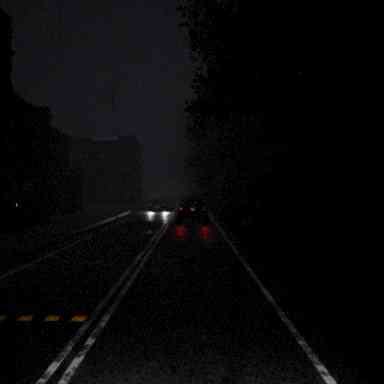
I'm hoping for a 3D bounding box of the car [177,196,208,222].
[{"bbox_3d":[0.027,1.173,24.194,2.097,1.767,4.553,0,0,0],"label":"car"}]

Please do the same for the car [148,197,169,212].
[{"bbox_3d":[-3.497,1.249,35.346,1.812,1.442,4.674,0,0,0],"label":"car"}]

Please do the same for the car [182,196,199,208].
[{"bbox_3d":[-0.222,1.210,41.923,2.033,1.411,5.357,0,1,-1],"label":"car"}]
